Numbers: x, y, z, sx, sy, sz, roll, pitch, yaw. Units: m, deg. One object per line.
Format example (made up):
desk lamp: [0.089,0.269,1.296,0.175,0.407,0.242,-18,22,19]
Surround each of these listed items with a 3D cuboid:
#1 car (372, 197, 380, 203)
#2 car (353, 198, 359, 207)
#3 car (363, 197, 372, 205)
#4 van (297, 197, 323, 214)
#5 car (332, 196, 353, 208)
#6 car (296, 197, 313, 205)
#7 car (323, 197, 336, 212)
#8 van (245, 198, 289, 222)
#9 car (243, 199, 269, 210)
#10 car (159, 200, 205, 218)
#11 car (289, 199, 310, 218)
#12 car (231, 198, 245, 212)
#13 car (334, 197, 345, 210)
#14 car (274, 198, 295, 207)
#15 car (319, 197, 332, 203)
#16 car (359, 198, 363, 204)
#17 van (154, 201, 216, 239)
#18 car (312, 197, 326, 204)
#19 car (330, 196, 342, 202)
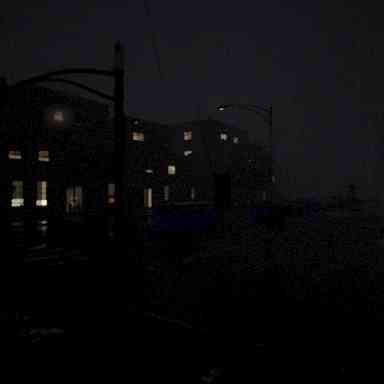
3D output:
car: [44.098,1.902,81.054,1.947,1.339,4.313,0,0,35]
car: [25.100,1.520,53.914,2.192,1.841,5.009,0,0,35]
car: [34.598,1.812,67.484,1.887,1.381,4.507,0,0,35]
van: [12.433,1.472,35.819,1.690,1.788,3.998,0,0,35]
car: [21.933,1.500,49.390,2.192,1.841,5.009,0,0,35]
car: [21.410,1.711,63.257,1.887,1.381,4.507,0,0,35]
car: [15.696,1.674,40.482,1.752,1.417,4.829,0,0,35]
van: [6.100,1.439,26.772,1.690,1.788,3.998,0,0,35]
car: [8.744,1.634,45.164,1.887,1.381,4.507,0,0,35]
car: [-0.854,1.564,31.453,1.752,1.417,4.829,0,0,35]
car: [9.265,1.659,31.295,1.887,1.381,4.507,0,0,35]
car: [5.578,1.512,40.640,1.967,1.590,4.097,0,0,35]
car: [18.765,1.732,44.865,1.947,1.339,4.313,0,0,35]
car: [15.077,1.671,54.210,1.887,1.381,4.507,0,0,35]
car: [30.909,1.798,76.828,1.947,1.339,4.313,0,0,35]
car: [28.363,1.751,58.576,1.752,1.417,4.829,0,0,35]
van: [-0.233,1.410,17.724,1.690,1.788,3.998,0,0,35]
car: [27.645,1.734,72.164,1.752,1.417,4.829,0,0,35]
car: [37.243,1.718,85.874,1.967,1.590,4.097,0,0,35]
